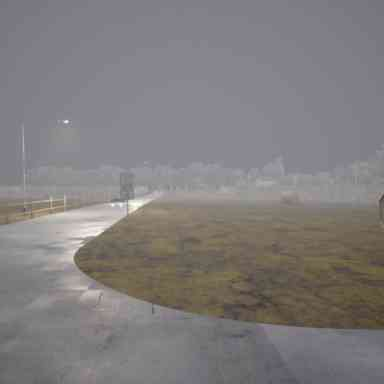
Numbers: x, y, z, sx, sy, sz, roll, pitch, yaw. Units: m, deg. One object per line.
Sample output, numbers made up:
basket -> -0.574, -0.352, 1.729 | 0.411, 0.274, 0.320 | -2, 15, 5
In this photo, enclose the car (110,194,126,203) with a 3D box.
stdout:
car -> -11.416, 1.004, 51.839 | 1.994, 1.385, 4.181 | -1, 0, -4
